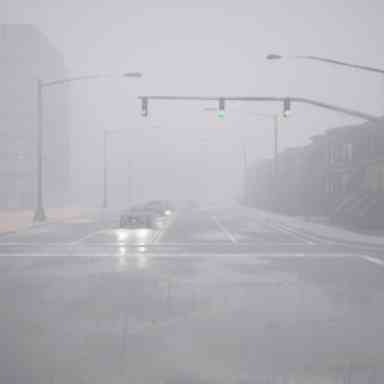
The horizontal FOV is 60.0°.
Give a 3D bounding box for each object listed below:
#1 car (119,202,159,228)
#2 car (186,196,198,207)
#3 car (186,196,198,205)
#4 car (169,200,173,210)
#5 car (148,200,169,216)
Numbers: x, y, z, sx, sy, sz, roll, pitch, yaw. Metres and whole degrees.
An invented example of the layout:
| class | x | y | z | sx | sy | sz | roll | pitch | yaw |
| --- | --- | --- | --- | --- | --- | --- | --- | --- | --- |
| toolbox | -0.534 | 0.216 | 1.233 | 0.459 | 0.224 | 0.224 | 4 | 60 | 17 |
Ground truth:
| class | x | y | z | sx | sy | sz | roll | pitch | yaw |
| --- | --- | --- | --- | --- | --- | --- | --- | --- | --- |
| car | -3.592 | 1.579 | 22.496 | 1.994 | 1.385 | 4.181 | 0 | 0 | 0 |
| car | 0.020 | 1.559 | 52.148 | 1.812 | 1.442 | 4.674 | 0 | 0 | 0 |
| car | 0.016 | 1.532 | 62.330 | 2.128 | 1.511 | 4.902 | 0 | 0 | 0 |
| car | -3.555 | 1.628 | 42.565 | 1.895 | 1.301 | 4.718 | 0 | 0 | 0 |
| car | -3.586 | 1.526 | 32.429 | 1.837 | 1.490 | 4.892 | 0 | 0 | 0 |
